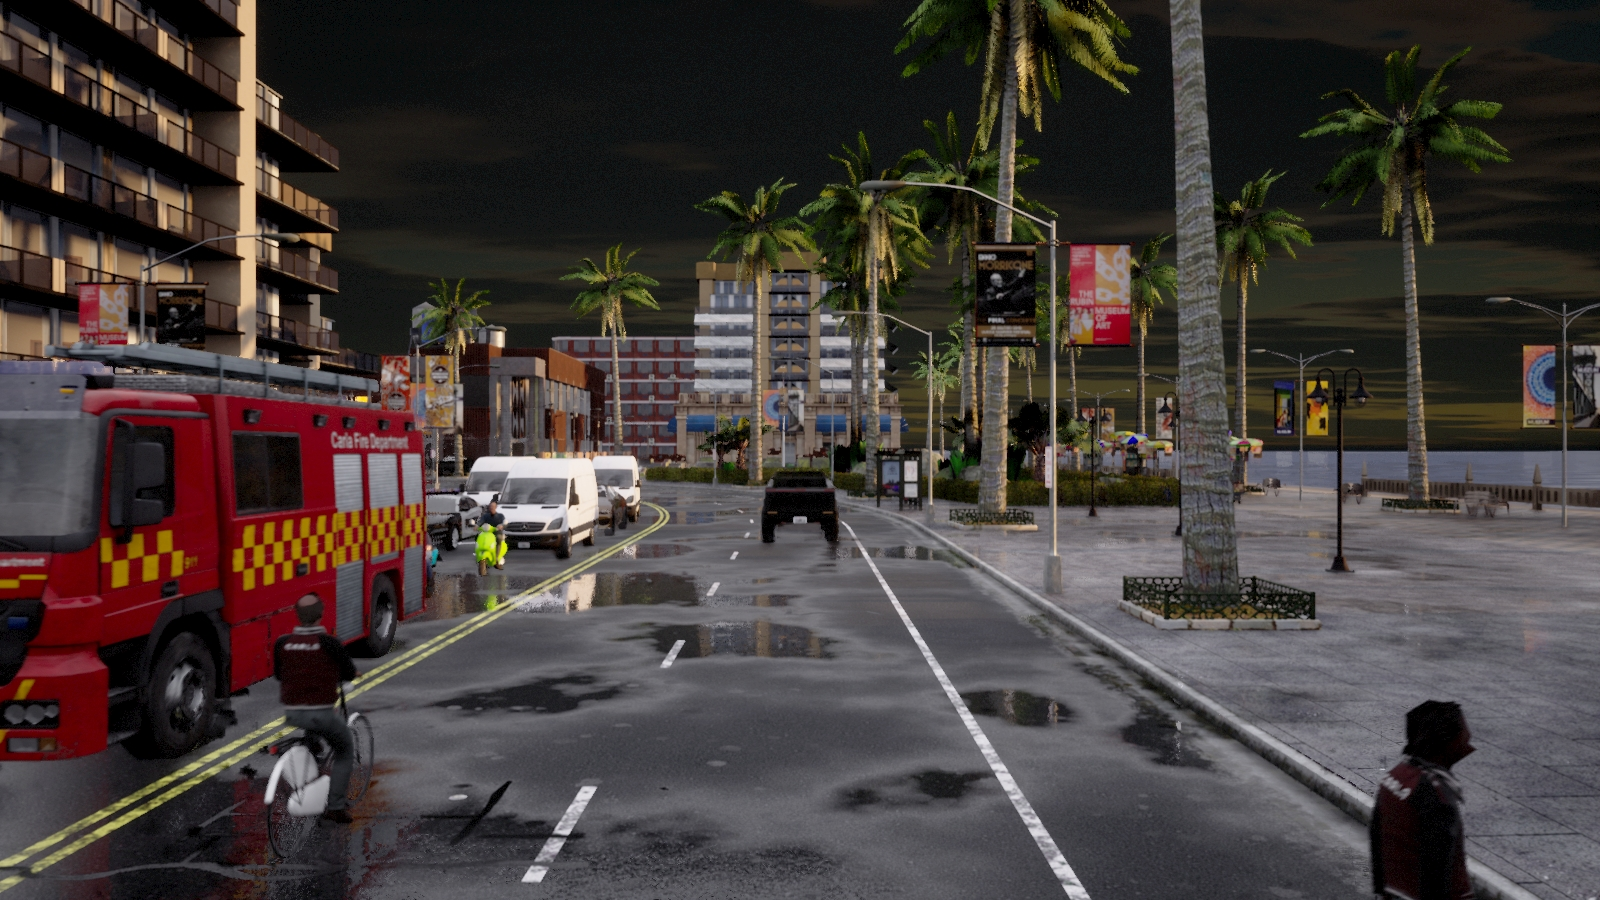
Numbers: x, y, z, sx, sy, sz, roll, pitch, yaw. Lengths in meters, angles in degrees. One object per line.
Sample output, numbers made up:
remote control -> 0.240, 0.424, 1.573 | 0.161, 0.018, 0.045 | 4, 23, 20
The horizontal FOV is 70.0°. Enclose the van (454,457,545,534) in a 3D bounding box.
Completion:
van -> -10.713, 1.533, 41.185 | 1.988, 2.561, 5.915 | 0, 0, -3

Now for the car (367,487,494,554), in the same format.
car -> -10.672, 1.981, 33.489 | 2.097, 1.638, 5.238 | 0, 0, -1

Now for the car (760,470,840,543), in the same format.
car -> -0.029, 1.752, 37.466 | 2.390, 2.098, 6.274 | 0, 0, -1

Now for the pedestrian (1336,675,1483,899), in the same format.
pedestrian -> 2.374, 1.849, 4.472 | 0.375, 1.860, 0.375 | 0, 0, 0

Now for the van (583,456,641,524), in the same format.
van -> -7.532, 1.533, 46.256 | 1.988, 2.561, 5.915 | 0, 0, -6

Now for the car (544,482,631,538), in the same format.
car -> -7.157, 1.990, 38.946 | 2.152, 1.651, 5.027 | 0, 0, -2

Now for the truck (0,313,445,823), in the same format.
truck -> -6.745, 0.890, 12.812 | 2.891, 3.827, 8.468 | 0, 0, 0

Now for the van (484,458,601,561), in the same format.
van -> -7.032, 1.533, 31.909 | 1.988, 2.561, 5.915 | 0, 0, -1

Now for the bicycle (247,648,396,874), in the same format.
bicycle -> -3.482, 2.210, 8.457 | 0.329, 1.171, 1.835 | 0, 0, 0
